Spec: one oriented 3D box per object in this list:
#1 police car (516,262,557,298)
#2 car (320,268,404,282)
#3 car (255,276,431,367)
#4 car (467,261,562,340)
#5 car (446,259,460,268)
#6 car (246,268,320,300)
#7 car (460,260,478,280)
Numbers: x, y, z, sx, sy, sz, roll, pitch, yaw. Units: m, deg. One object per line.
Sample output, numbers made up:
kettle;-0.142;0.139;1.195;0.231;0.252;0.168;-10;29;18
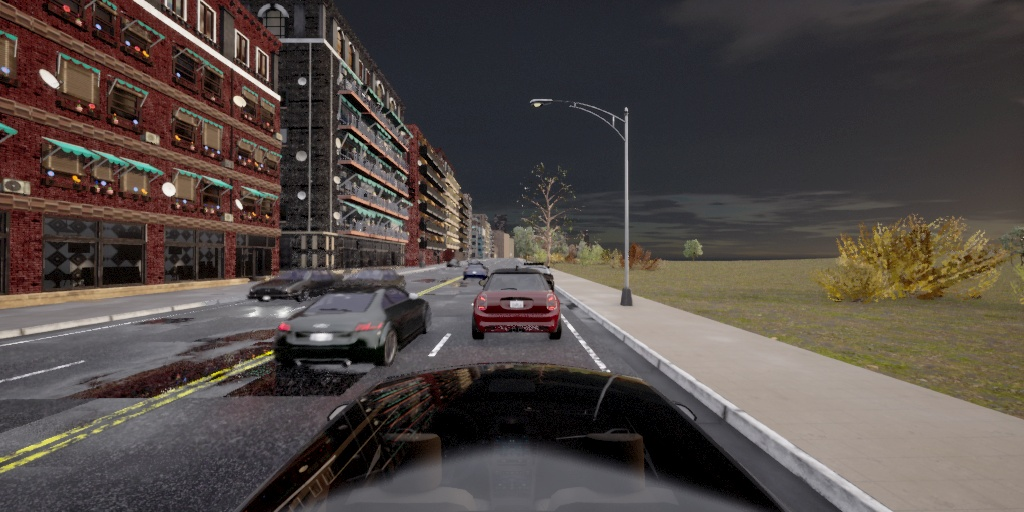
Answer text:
police car;1.177;1.177;19.666;1.930;1.638;5.238;0;0;0
car;-6.568;1.299;17.030;2.033;1.411;5.357;0;0;0
car;-3.138;1.314;7.916;1.994;1.385;4.181;0;0;0
car;0.114;1.103;10.170;2.097;1.767;4.553;0;0;0
car;-9.697;1.256;59.363;1.837;1.490;4.892;0;0;0
car;-9.816;1.299;16.999;2.033;1.411;5.357;0;0;0
car;-3.081;1.316;31.453;1.994;1.385;4.181;0;0;0
